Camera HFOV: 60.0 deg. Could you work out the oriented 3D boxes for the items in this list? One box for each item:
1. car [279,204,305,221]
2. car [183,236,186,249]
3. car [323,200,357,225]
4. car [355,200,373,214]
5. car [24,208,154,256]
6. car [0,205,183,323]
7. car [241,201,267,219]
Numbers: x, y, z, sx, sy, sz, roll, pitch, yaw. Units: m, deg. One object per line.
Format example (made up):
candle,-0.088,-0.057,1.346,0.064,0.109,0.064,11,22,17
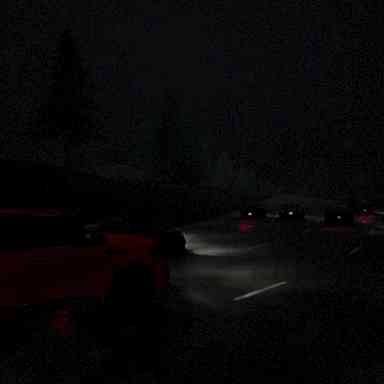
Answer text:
car,8.717,1.687,28.838,1.994,1.385,4.181,0,0,20
car,-2.322,1.588,11.425,4.674,1.442,1.812,0,0,-43
car,10.989,1.578,24.984,1.882,1.535,5.008,0,0,22
car,18.698,1.648,37.057,1.837,1.490,4.892,0,0,16
car,-4.254,1.558,14.369,5.008,1.535,1.882,0,0,-43
car,-3.081,1.256,5.937,5.566,2.045,2.150,0,0,-39
car,5.789,1.644,30.864,1.837,1.490,4.892,0,0,19
